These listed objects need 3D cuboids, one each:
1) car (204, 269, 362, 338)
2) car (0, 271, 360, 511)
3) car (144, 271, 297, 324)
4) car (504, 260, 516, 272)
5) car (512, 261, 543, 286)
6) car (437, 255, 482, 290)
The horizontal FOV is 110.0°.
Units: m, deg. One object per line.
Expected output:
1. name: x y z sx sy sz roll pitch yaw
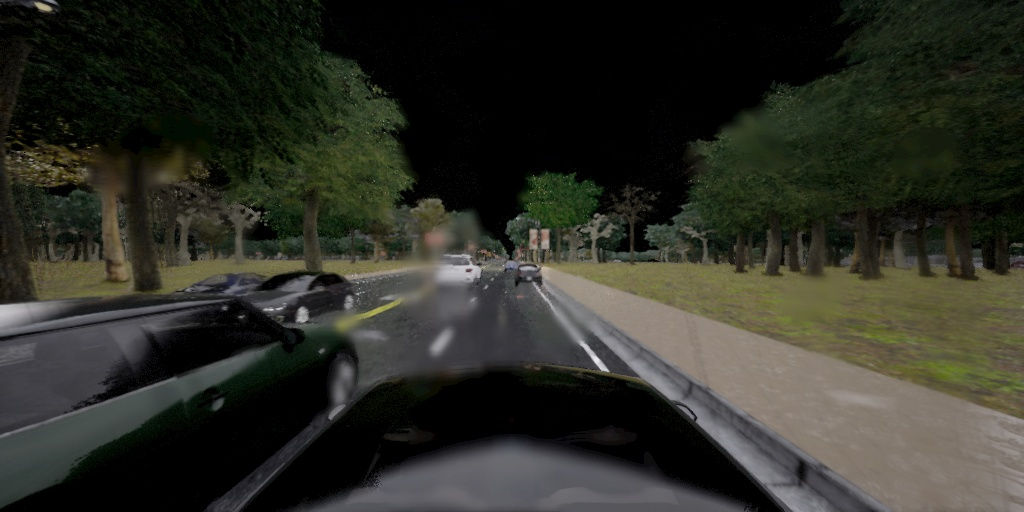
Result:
1. car: -6.607 1.252 11.200 1.837 1.490 4.892 0 0 0
2. car: -3.151 1.102 3.133 2.097 1.767 4.553 0 0 0
3. car: -9.859 1.310 12.655 1.994 1.385 4.181 0 0 0
4. car: -0.035 1.276 45.663 2.033 1.411 5.357 0 0 0
5. car: 1.109 1.265 25.115 1.812 1.442 4.674 0 0 0
6. car: -3.173 0.962 22.258 2.150 2.045 5.566 0 0 0
